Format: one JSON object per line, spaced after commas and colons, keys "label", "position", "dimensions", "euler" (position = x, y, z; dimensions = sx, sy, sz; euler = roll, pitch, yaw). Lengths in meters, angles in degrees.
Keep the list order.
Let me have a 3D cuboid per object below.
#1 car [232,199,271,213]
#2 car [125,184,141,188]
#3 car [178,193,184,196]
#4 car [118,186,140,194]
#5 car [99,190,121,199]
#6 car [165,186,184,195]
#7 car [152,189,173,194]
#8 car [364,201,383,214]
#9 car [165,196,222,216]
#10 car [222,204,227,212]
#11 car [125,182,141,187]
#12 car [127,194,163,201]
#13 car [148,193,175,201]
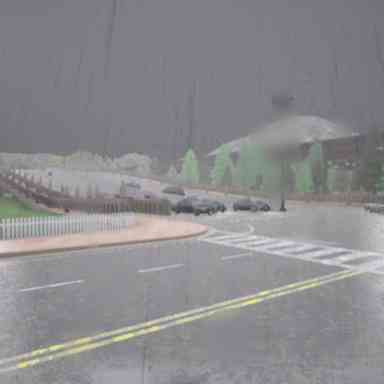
{"label": "car", "position": [6.108, 1.373, 34.436], "dimensions": [1.994, 1.385, 4.181], "euler": [-1, 0, -37]}
{"label": "car", "position": [-11.403, -0.010, 58.031], "dimensions": [1.837, 1.490, 4.892], "euler": [0, 6, -36]}
{"label": "car", "position": [0.737, 1.241, 41.611], "dimensions": [1.882, 1.535, 5.008], "euler": [-1, 1, -37]}
{"label": "car", "position": [-10.239, 0.482, 50.500], "dimensions": [2.097, 1.767, 4.553], "euler": [-1, 5, -36]}
{"label": "car", "position": [-12.122, 0.776, 47.161], "dimensions": [1.837, 1.490, 4.892], "euler": [-1, 4, -36]}
{"label": "car", "position": [-3.588, -0.011, 59.468], "dimensions": [2.150, 2.045, 5.566], "euler": [-1, 4, -36]}
{"label": "car", "position": [-5.326, 0.827, 49.756], "dimensions": [1.882, 1.535, 5.008], "euler": [-1, 4, -37]}
{"label": "car", "position": [17.356, 1.370, 29.209], "dimensions": [1.895, 1.301, 4.718], "euler": [0, 0, -9]}
{"label": "car", "position": [0.035, 1.411, 30.863], "dimensions": [2.033, 1.411, 5.357], "euler": [-1, 0, -37]}
{"label": "car", "position": [1.690, 1.397, 34.496], "dimensions": [1.994, 1.385, 4.181], "euler": [-1, 0, -37]}
{"label": "car", "position": [-12.740, -1.469, 71.647], "dimensions": [2.128, 1.511, 4.902], "euler": [-1, 8, -37]}
{"label": "car", "position": [-5.985, 1.321, 38.911], "dimensions": [2.033, 1.411, 5.357], "euler": [-1, 2, -37]}
{"label": "car", "position": [-4.261, 1.257, 42.455], "dimensions": [1.994, 1.385, 4.181], "euler": [-1, 2, -37]}
